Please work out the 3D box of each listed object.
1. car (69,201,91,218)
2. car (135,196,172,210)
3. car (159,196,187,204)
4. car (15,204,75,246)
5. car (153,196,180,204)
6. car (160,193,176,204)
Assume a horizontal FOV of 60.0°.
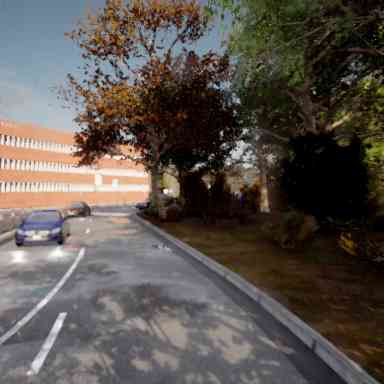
[{"bbox_3d":[-10.583,1.583,30.695,1.812,1.442,4.674,-1,0,-8],"label":"car"},{"bbox_3d":[-5.096,1.608,42.768,2.033,1.411,5.357,0,0,27],"label":"car"},{"bbox_3d":[-3.701,1.528,65.599,5.008,1.535,2.097,0,0,23],"label":"car"},{"bbox_3d":[-6.732,1.525,15.419,1.812,1.442,4.674,0,1,-15],"label":"car"},{"bbox_3d":[-4.788,1.577,62.989,4.674,1.452,2.002,0,0,23],"label":"car"},{"bbox_3d":[-5.903,1.294,60.392,5.566,2.045,2.435,0,0,23],"label":"car"}]
